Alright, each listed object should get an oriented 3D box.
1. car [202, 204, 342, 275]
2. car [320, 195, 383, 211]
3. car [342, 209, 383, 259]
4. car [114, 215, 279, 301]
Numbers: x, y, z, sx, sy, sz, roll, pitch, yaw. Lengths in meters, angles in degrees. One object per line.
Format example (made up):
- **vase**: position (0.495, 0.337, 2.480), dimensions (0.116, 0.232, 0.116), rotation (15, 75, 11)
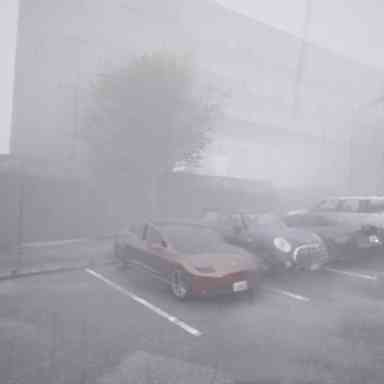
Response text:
- **car**: position (1.826, 1.317, 10.307), dimensions (2.185, 1.767, 4.553), rotation (0, 0, -35)
- **car**: position (6.376, 1.162, 13.547), dimensions (2.435, 2.045, 5.566), rotation (0, 0, -35)
- **car**: position (4.103, 1.457, 11.928), dimensions (2.163, 1.488, 4.792), rotation (0, 0, -35)
- **car**: position (-0.413, 1.486, 8.634), dimensions (2.163, 1.488, 4.792), rotation (0, 0, -35)
